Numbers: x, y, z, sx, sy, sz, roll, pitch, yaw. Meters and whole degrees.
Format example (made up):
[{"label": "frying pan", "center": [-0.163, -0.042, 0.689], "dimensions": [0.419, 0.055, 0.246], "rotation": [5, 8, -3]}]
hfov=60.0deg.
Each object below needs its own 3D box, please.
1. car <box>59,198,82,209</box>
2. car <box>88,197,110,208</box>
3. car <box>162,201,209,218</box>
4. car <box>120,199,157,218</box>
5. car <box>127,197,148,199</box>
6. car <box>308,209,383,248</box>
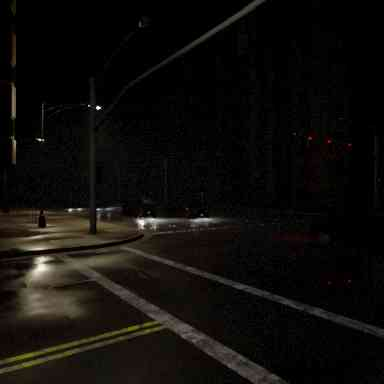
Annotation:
[{"label": "car", "center": [-17.277, 1.547, 47.067], "dimensions": [2.033, 1.411, 5.357], "rotation": [0, 0, -36]}, {"label": "car", "center": [-13.319, 1.507, 47.541], "dimensions": [1.837, 1.490, 4.892], "rotation": [0, -1, -36]}, {"label": "car", "center": [-0.727, 1.547, 30.170], "dimensions": [2.033, 1.411, 5.357], "rotation": [0, 0, -36]}, {"label": "car", "center": [-4.823, 1.564, 29.847], "dimensions": [1.994, 1.385, 4.181], "rotation": [0, 0, -36]}, {"label": "car", "center": [-8.527, 1.526, 47.086], "dimensions": [1.812, 1.442, 4.674], "rotation": [0, 0, -36]}, {"label": "car", "center": [7.164, 1.477, 13.423], "dimensions": [1.882, 1.535, 5.008], "rotation": [0, 0, -36]}]
